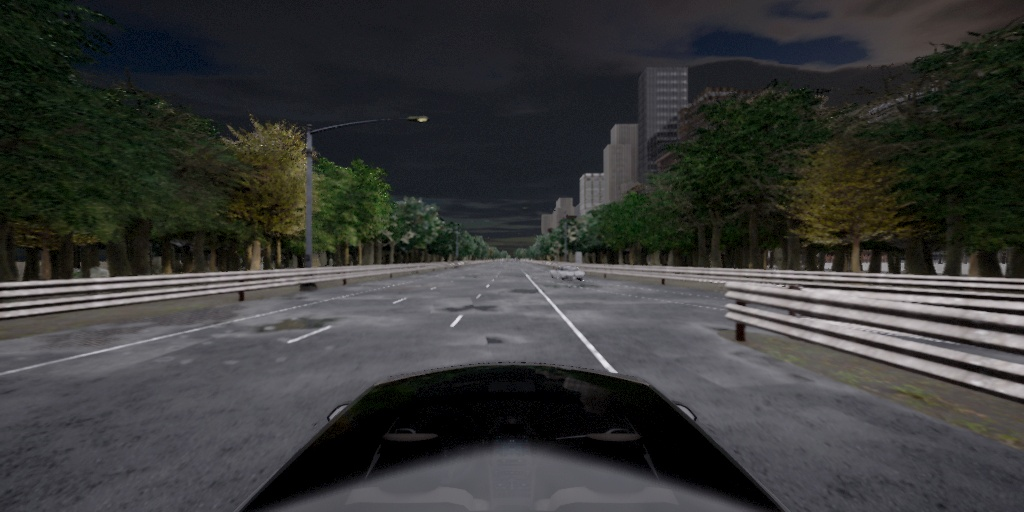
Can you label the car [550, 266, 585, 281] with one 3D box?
[{"bbox_3d":[4.866,1.580,32.531,1.895,1.301,4.718,0,-1,-10],"label":"car"}]
